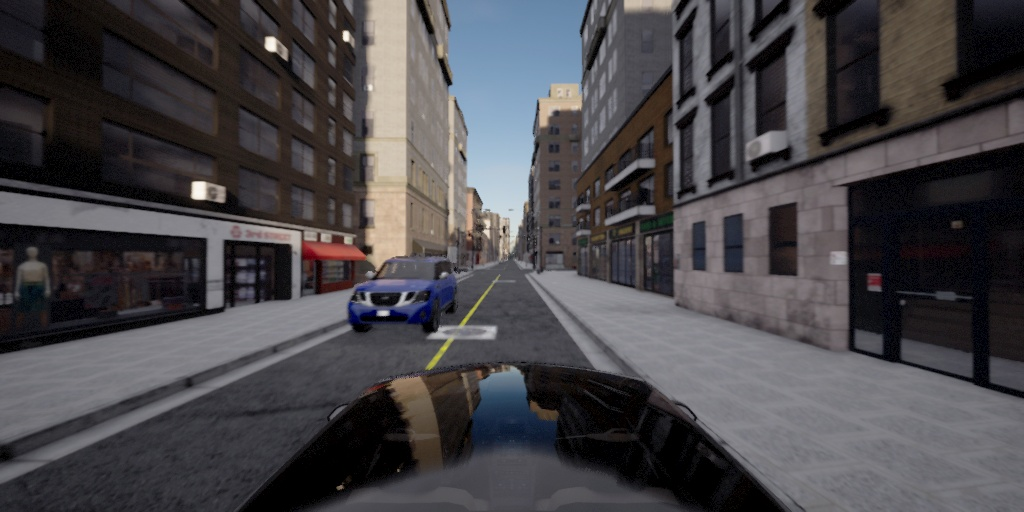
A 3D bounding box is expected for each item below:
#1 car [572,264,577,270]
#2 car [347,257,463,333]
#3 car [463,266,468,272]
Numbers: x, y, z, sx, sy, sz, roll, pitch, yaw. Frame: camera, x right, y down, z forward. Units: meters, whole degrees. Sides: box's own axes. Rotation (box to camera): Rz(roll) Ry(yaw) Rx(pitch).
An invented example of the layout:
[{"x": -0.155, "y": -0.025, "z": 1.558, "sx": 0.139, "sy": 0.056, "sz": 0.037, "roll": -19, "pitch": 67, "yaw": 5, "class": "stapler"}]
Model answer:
[{"x": 12.148, "y": 1.578, "z": 59.365, "sx": 4.507, "sy": 1.381, "sz": 1.888, "roll": 0, "pitch": 0, "yaw": 0, "class": "car"}, {"x": -3.100, "y": 1.042, "z": 11.416, "sx": 2.150, "sy": 2.045, "sz": 5.566, "roll": 0, "pitch": 0, "yaw": 0, "class": "car"}, {"x": -9.050, "y": 1.720, "z": 53.667, "sx": 4.892, "sy": 1.490, "sz": 1.837, "roll": 2, "pitch": -1, "yaw": 0, "class": "car"}]
